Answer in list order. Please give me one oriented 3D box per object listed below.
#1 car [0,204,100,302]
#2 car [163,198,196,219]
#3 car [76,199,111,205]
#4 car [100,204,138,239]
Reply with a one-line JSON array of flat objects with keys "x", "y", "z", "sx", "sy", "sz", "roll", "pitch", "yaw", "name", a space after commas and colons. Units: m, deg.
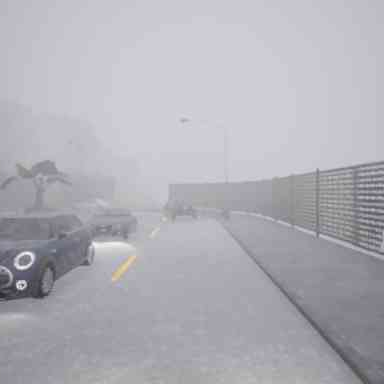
[{"x": -4.104, "y": 1.346, "z": 8.471, "sx": 2.097, "sy": 1.767, "sz": 4.553, "roll": 0, "pitch": 0, "yaw": 0, "name": "car"}, {"x": -1.163, "y": 1.335, "z": 29.180, "sx": 2.097, "sy": 1.767, "sz": 4.553, "roll": 0, "pitch": 0, "yaw": -16, "name": "car"}, {"x": -11.109, "y": 1.504, "z": 36.599, "sx": 4.674, "sy": 1.442, "sz": 1.812, "roll": 0, "pitch": 0, "yaw": 6, "name": "car"}, {"x": -4.013, "y": 1.554, "z": 17.092, "sx": 1.994, "sy": 1.385, "sz": 4.181, "roll": 0, "pitch": 0, "yaw": 0, "name": "car"}]
